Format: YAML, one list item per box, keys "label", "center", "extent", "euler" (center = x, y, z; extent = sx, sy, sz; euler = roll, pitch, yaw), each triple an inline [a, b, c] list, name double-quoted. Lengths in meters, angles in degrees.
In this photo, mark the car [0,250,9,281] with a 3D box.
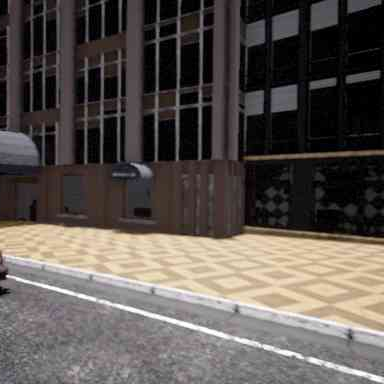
- label: "car"
  center: [-6.636, 1.534, 8.048]
  extent: [5.357, 1.411, 2.033]
  euler: [0, 0, 33]
